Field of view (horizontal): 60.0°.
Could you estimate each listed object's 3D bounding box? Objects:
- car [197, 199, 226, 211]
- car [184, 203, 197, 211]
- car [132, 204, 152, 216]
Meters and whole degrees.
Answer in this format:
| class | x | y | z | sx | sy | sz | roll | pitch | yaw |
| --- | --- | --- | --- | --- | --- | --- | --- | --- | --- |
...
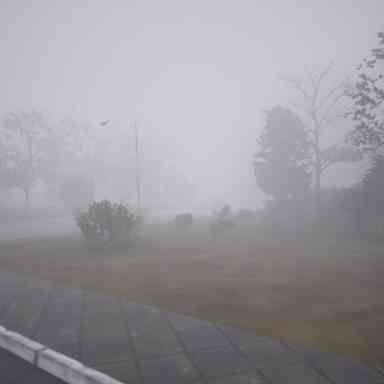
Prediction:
| class | x | y | z | sx | sy | sz | roll | pitch | yaw |
| --- | --- | --- | --- | --- | --- | --- | --- | --- | --- |
| car | 3.667 | 2.124 | 55.217 | 2.150 | 2.045 | 5.566 | -3 | -2 | 32 |
| car | 0.729 | 2.517 | 57.096 | 2.033 | 1.411 | 5.357 | -3 | -2 | 32 |
| car | -6.693 | 2.192 | 38.902 | 2.128 | 1.511 | 4.902 | -3 | -2 | 32 |
